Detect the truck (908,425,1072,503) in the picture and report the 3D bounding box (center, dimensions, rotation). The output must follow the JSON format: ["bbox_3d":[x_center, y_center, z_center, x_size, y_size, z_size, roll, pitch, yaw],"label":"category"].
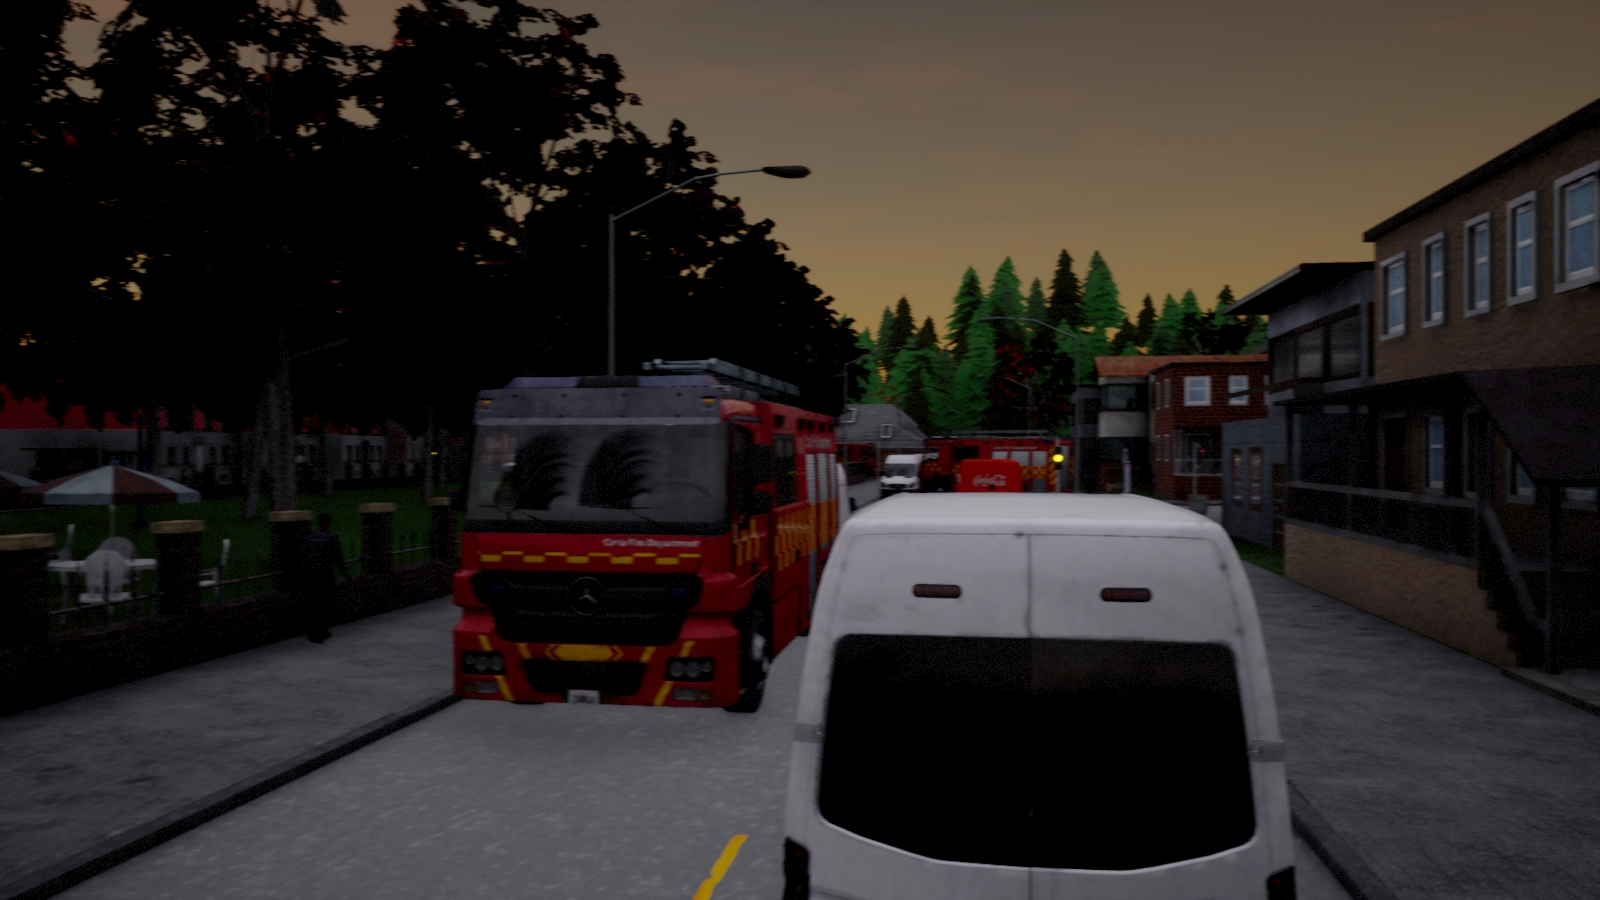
[{"bbox_3d":[9.886,0.671,60.390,2.891,3.827,8.468,0,0,-45],"label":"truck"}]

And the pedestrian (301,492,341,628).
[{"bbox_3d":[-6.670,1.523,15.924,0.375,1.860,0.375,0,0,9],"label":"pedestrian"}]

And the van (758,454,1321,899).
[{"bbox_3d":[1.312,1.315,7.041,1.988,2.561,5.915,0,0,10],"label":"van"}]

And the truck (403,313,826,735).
[{"bbox_3d":[-1.669,0.670,14.784,2.891,3.827,8.468,0,0,9],"label":"truck"}]

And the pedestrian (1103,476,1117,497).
[{"bbox_3d":[16.184,1.899,59.635,0.500,1.100,0.500,0,0,-45],"label":"pedestrian"}]

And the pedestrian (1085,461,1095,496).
[{"bbox_3d":[15.609,1.518,61.502,0.375,1.860,0.375,0,0,-18],"label":"pedestrian"}]

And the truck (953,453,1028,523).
[{"bbox_3d":[7.153,1.350,43.084,2.627,2.467,5.204,0,0,9],"label":"truck"}]

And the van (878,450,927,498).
[{"bbox_3d":[5.769,1.324,63.727,1.988,2.561,5.915,0,-1,12],"label":"van"}]
